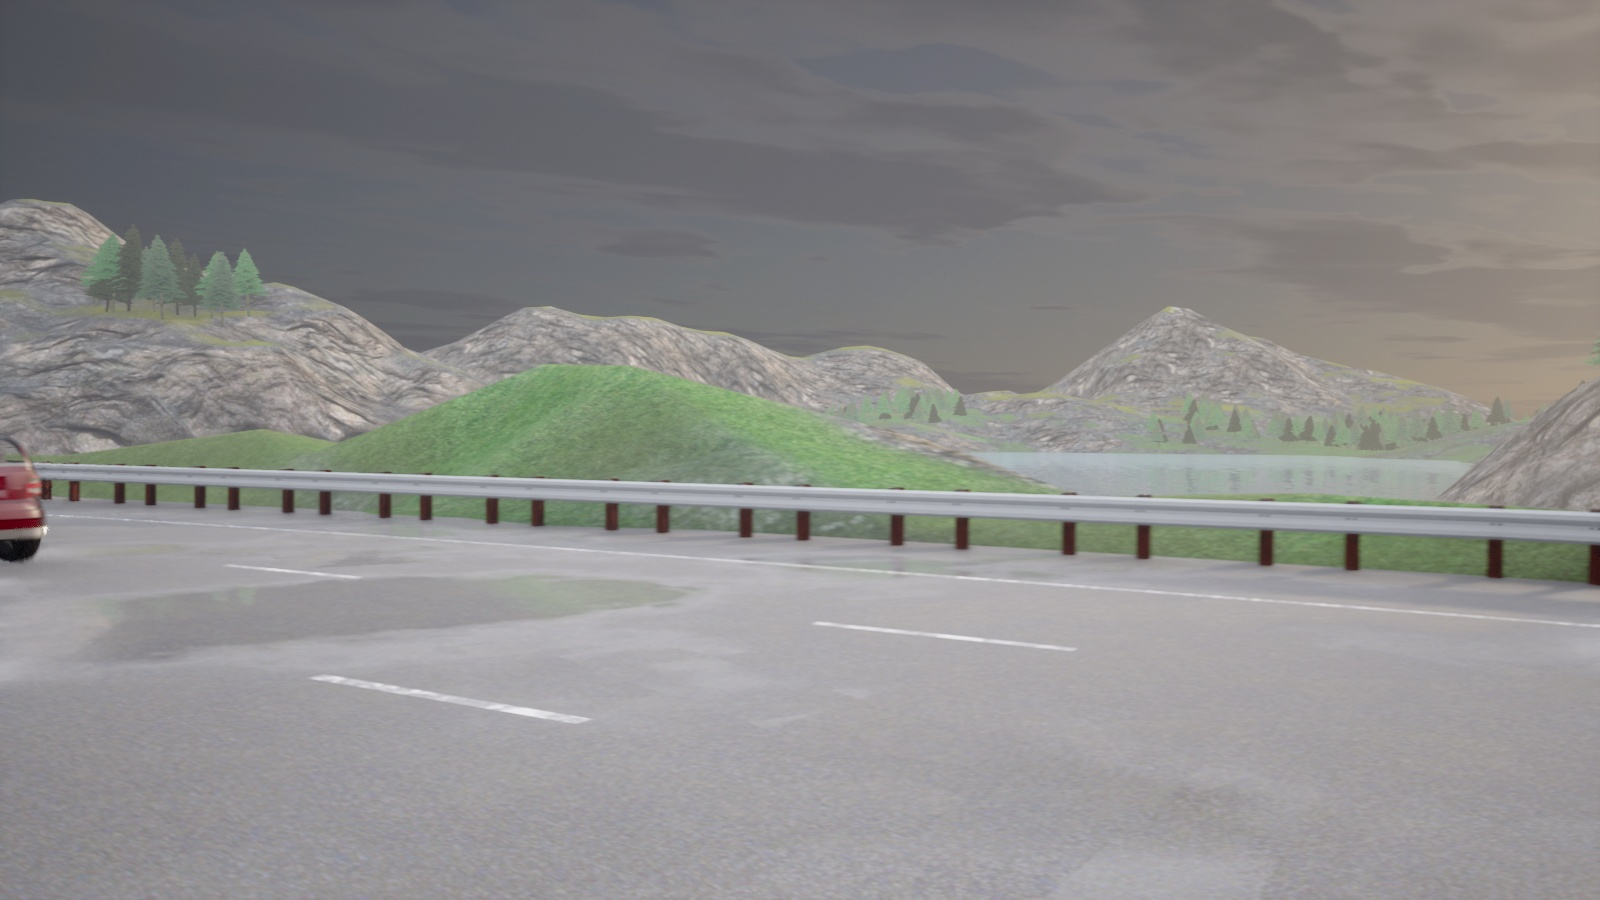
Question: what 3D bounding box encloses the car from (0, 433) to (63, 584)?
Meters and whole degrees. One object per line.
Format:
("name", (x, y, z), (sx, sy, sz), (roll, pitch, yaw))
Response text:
("car", (-9.959, 0.612, 13.551), (3.705, 1.549, 1.789), (0, 1, 28))
